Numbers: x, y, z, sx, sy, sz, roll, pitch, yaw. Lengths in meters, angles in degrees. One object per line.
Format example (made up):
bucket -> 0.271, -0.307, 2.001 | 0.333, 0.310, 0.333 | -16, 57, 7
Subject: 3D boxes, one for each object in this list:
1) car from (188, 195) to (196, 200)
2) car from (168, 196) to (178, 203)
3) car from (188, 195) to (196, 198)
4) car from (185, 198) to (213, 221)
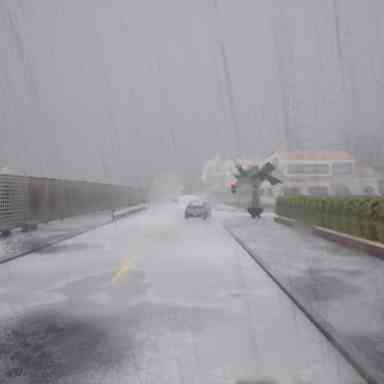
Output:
car -> -0.020, 1.565, 92.568 | 1.994, 1.385, 4.181 | 0, 0, 0
car -> -4.016, 1.581, 71.476 | 1.882, 1.535, 5.008 | 0, 0, 0
car -> -0.018, 1.636, 82.564 | 1.812, 1.442, 4.674 | 0, 0, 0
car -> 0.606, 1.532, 27.675 | 2.128, 1.511, 4.902 | 0, 0, 9
